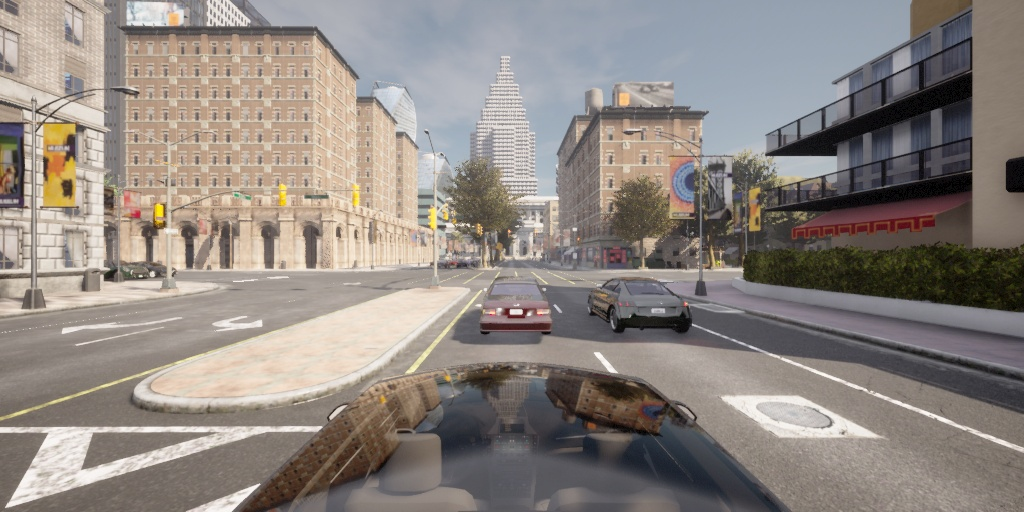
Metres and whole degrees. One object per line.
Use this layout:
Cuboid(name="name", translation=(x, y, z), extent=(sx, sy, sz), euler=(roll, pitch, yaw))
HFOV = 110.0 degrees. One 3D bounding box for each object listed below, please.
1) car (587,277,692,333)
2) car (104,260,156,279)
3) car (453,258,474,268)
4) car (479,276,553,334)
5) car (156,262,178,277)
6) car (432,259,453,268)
Cuboid(name="car", translation=(3.588, 1.314, 10.801), extent=(1.994, 1.385, 4.181), euler=(0, 0, 0))
Cuboid(name="car", translation=(-33.352, 1.102, 30.026), extent=(4.553, 1.767, 2.097), euler=(0, 0, 0))
Cuboid(name="car", translation=(-8.133, 1.351, 60.398), extent=(1.895, 1.301, 4.718), euler=(0, 0, 0))
Cuboid(name="car", translation=(0.091, 1.297, 10.541), extent=(2.033, 1.411, 5.357), euler=(0, 0, 0))
Cuboid(name="car", translation=(-34.195, 1.255, 33.522), extent=(4.892, 1.490, 1.837), euler=(0, 0, 0))
Cuboid(name="car", translation=(-11.634, 1.276, 60.276), extent=(1.812, 1.442, 4.674), euler=(0, 0, 0))
